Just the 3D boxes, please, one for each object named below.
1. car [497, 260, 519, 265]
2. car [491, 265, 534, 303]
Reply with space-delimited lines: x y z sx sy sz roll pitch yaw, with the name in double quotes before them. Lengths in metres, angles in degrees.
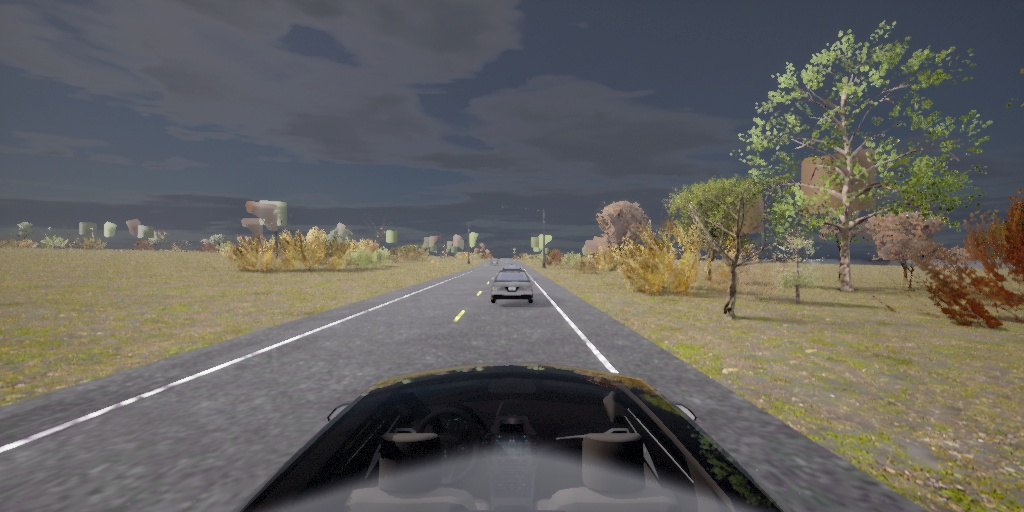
"car" 0.000 1.323 31.501 2.033 1.411 5.357 0 0 0
"car" 0.000 1.315 16.501 2.033 1.411 5.357 0 0 0
